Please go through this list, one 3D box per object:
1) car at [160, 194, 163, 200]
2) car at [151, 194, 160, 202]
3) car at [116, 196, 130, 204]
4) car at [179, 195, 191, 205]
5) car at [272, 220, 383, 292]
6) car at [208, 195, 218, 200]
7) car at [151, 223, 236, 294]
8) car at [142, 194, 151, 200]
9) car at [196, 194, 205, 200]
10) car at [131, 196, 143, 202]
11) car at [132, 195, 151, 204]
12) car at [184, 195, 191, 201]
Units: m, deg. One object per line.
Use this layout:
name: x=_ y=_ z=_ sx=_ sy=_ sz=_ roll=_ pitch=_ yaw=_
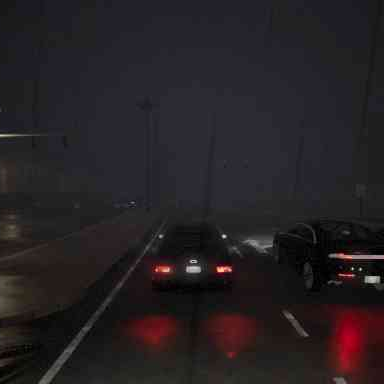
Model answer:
car: x=-9.171 y=1.383 z=91.742 sx=1.882 sy=1.535 sz=5.008 roll=0 pitch=0 yaw=0
car: x=-9.190 y=1.355 z=76.530 sx=2.097 sy=1.767 sz=4.553 roll=0 pitch=0 yaw=0
car: x=-12.763 y=1.525 z=62.201 sx=1.812 sy=1.442 sz=4.674 roll=0 pitch=0 yaw=1
car: x=-1.213 y=1.563 z=58.437 sx=1.994 sy=1.385 sz=4.181 roll=0 pitch=0 yaw=0
car: x=3.518 y=1.491 z=8.901 sx=2.128 sy=1.511 sz=4.902 roll=0 pitch=0 yaw=0
car: x=5.826 y=1.472 z=89.336 sx=1.882 sy=1.535 sz=5.008 roll=0 pitch=0 yaw=0
car: x=0.019 y=1.547 z=8.953 sx=2.033 sy=1.411 sz=5.357 roll=0 pitch=0 yaw=0
car: x=-12.671 y=1.424 z=92.119 sx=1.812 sy=1.442 sz=4.674 roll=0 pitch=0 yaw=0
car: x=2.326 y=1.496 z=89.406 sx=1.837 sy=1.490 sz=4.892 roll=0 pitch=0 yaw=0
car: x=-12.690 y=1.595 z=77.126 sx=1.895 sy=1.301 sz=4.718 roll=0 pitch=0 yaw=0
car: x=-9.271 y=1.505 z=61.717 sx=1.837 sy=1.490 sz=4.892 roll=0 pitch=0 yaw=0
car: x=-1.174 y=1.534 z=89.329 sx=2.033 sy=1.411 sz=5.357 roll=0 pitch=0 yaw=0
